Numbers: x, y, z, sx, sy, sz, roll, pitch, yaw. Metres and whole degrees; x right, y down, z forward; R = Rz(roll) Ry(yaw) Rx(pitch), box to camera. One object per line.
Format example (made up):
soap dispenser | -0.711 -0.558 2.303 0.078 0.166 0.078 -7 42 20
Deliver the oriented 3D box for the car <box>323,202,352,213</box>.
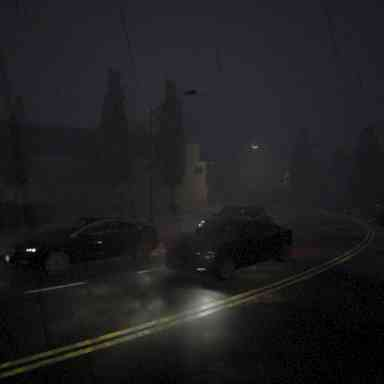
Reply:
car | 17.265 1.815 39.639 1.895 1.301 4.718 0 0 2

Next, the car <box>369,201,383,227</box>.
car | 14.156 1.629 23.721 1.837 1.490 4.892 0 0 21

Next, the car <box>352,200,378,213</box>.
car | 20.646 1.690 37.927 2.128 1.511 4.902 0 0 4

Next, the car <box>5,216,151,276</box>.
car | -3.269 1.566 10.810 4.902 1.511 2.128 0 -1 -43

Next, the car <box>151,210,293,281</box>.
car | 1.343 1.541 10.394 1.882 1.535 5.008 0 -1 43

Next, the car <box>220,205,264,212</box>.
car | 2.201 1.449 16.189 2.097 1.767 4.553 0 0 37
